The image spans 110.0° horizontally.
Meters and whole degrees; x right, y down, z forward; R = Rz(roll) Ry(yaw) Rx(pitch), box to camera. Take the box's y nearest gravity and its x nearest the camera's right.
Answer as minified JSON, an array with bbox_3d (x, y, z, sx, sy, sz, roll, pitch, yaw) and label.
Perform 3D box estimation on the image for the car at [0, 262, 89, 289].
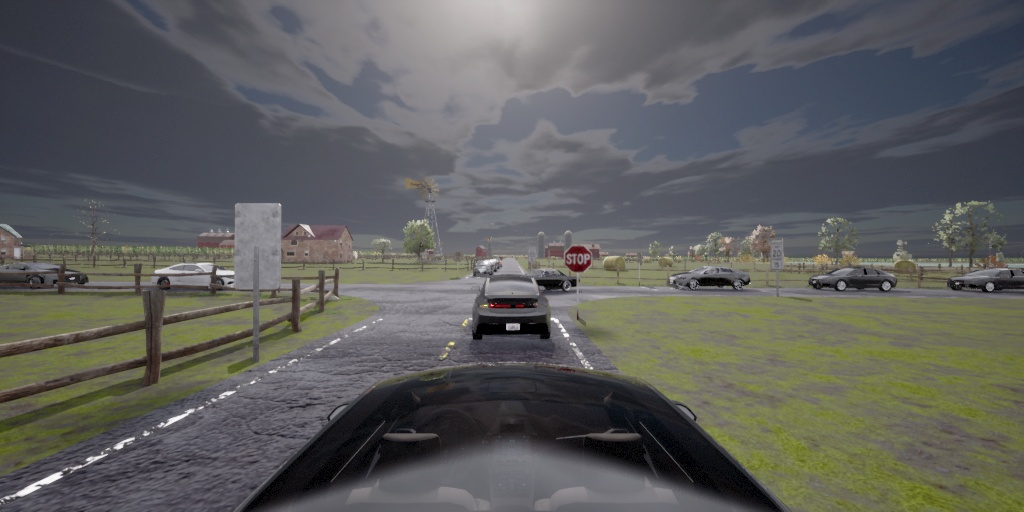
[{"bbox_3d":[-26.370,1.048,19.843,4.181,1.385,1.994,1,-1,-1],"label":"car"}]

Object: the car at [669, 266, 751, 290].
[{"bbox_3d":[12.790,1.397,23.298,4.902,1.511,2.128,1,-1,-2],"label":"car"}]

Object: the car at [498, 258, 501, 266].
[{"bbox_3d":[-2.869,1.241,46.150,2.128,1.511,4.902,0,0,0],"label":"car"}]

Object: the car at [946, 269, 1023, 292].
[{"bbox_3d":[31.694,1.587,23.597,4.892,1.490,1.837,1,-1,-1],"label":"car"}]

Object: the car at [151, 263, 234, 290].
[{"bbox_3d":[-17.250,1.104,19.968,4.674,1.442,1.812,1,-1,-1],"label":"car"}]

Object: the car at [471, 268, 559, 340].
[{"bbox_3d":[-0.077,1.256,10.018,1.837,1.490,4.892,0,0,-2],"label":"car"}]

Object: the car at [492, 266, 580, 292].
[{"bbox_3d":[1.493,1.369,20.065,4.718,1.301,1.895,1,0,-35],"label":"car"}]

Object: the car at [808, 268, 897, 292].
[{"bbox_3d":[22.192,1.499,23.473,4.892,1.490,1.837,1,-1,-1],"label":"car"}]

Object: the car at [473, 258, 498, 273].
[{"bbox_3d":[-2.873,1.243,36.704,2.128,1.511,4.902,0,0,0],"label":"car"}]
